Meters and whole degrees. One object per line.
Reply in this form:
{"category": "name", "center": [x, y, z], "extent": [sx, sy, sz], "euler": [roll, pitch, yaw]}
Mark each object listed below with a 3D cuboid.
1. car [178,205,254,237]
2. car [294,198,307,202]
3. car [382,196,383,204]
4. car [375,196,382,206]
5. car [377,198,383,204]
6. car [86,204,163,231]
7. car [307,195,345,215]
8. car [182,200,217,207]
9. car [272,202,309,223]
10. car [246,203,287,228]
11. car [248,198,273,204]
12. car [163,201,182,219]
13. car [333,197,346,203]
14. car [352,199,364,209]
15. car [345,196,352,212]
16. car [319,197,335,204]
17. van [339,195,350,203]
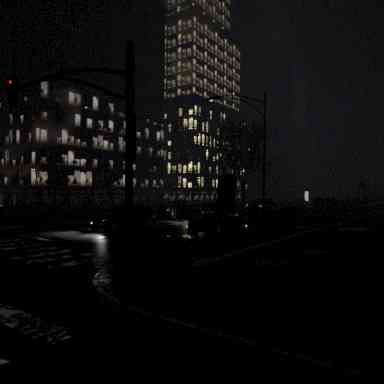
{"category": "car", "center": [1.517, 1.696, 19.056], "extent": [2.008, 1.369, 4.403], "euler": [1, 0, 36]}
{"category": "car", "center": [18.253, 1.726, 56.023], "extent": [1.752, 1.417, 4.829], "euler": [1, 0, 36]}
{"category": "car", "center": [41.592, 1.783, 73.502], "extent": [2.192, 1.841, 5.009], "euler": [1, 0, 36]}
{"category": "car", "center": [35.093, 1.940, 64.710], "extent": [1.752, 1.417, 4.829], "euler": [1, 0, 36]}
{"category": "car", "center": [44.888, 2.047, 77.967], "extent": [2.008, 1.369, 4.403], "euler": [1, 0, 36]}
{"category": "car", "center": [-4.337, 1.548, 21.088], "extent": [1.837, 1.490, 4.892], "euler": [1, 0, 36]}
{"category": "car", "center": [15.269, 1.569, 37.738], "extent": [2.192, 1.841, 5.009], "euler": [1, 0, 36]}
{"category": "car", "center": [1.659, 1.568, 29.198], "extent": [1.882, 1.535, 5.008], "euler": [1, 0, 36]}
{"category": "car", "center": [8.031, 1.778, 27.873], "extent": [1.802, 1.307, 4.206], "euler": [1, 0, 36]}
{"category": "car", "center": [4.775, 1.736, 23.465], "extent": [1.947, 1.339, 4.313], "euler": [1, 0, 36]}
{"category": "car", "center": [7.744, 1.492, 37.413], "extent": [2.097, 1.767, 4.553], "euler": [1, 0, 37]}
{"category": "car", "center": [-1.541, 1.480, 29.450], "extent": [1.967, 1.590, 4.097], "euler": [1, 0, 36]}
{"category": "car", "center": [34.748, 1.861, 78.344], "extent": [1.752, 1.417, 4.829], "euler": [1, 0, 36]}
{"category": "car", "center": [25.096, 1.773, 51.180], "extent": [1.967, 1.590, 4.097], "euler": [1, 0, 36]}
{"category": "car", "center": [18.540, 1.720, 42.223], "extent": [1.967, 1.590, 4.097], "euler": [1, 0, 36]}
{"category": "car", "center": [28.251, 1.848, 69.552], "extent": [1.947, 1.339, 4.313], "euler": [1, 0, 36]}
{"category": "van", "center": [38.150, 1.705, 82.945], "extent": [1.690, 1.788, 3.998], "euler": [1, 0, 36]}
